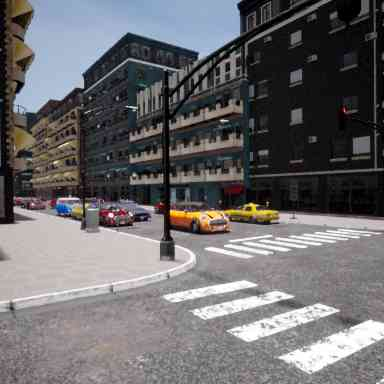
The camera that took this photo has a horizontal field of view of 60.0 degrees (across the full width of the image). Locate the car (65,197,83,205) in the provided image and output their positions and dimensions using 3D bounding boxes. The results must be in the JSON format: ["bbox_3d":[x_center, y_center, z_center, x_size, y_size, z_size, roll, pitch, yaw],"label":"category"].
[{"bbox_3d":[-21.455,1.645,60.372,2.008,1.369,4.403,-1,1,-35],"label":"car"}]

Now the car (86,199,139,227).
[{"bbox_3d":[-5.786,1.553,23.966,1.967,1.590,4.097,-1,1,-35],"label":"car"}]

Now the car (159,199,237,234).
[{"bbox_3d":[0.211,1.409,20.010,2.097,1.767,4.553,-1,0,-35],"label":"car"}]

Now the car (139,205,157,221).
[{"bbox_3d":[-5.374,1.629,27.850,2.033,1.411,5.357,-1,0,-35],"label":"car"}]

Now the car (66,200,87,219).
[{"bbox_3d":[-8.899,1.652,28.333,1.752,1.417,4.829,-1,1,-35],"label":"car"}]

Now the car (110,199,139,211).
[{"bbox_3d":[-8.602,1.581,42.348,2.008,1.369,4.403,-1,1,-35],"label":"car"}]

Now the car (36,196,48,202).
[{"bbox_3d":[-37.522,1.728,82.901,1.887,1.381,4.507,-1,1,-35],"label":"car"}]

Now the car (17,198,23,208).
[{"bbox_3d":[-25.064,1.769,51.001,1.947,1.339,4.313,-1,1,-35],"label":"car"}]

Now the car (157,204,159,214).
[{"bbox_3d":[-2.177,1.441,33.335,1.967,1.590,4.097,-1,1,-35],"label":"car"}]

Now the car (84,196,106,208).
[{"bbox_3d":[-15.031,1.502,51.358,1.967,1.590,4.097,-1,1,-35],"label":"car"}]

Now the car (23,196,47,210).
[{"bbox_3d":[-21.853,1.628,46.494,1.967,1.590,4.097,-1,1,-35],"label":"car"}]

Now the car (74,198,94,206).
[{"bbox_3d":[-18.242,1.643,55.865,1.947,1.339,4.313,-1,1,-35],"label":"car"}]

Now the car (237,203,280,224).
[{"bbox_3d":[4.152,1.498,24.463,1.752,1.417,4.829,-1,1,-35],"label":"car"}]

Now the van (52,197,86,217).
[{"bbox_3d":[-12.214,1.483,32.975,1.690,1.788,3.998,-1,1,-35],"label":"van"}]

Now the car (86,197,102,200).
[{"bbox_3d":[-10.990,1.460,35.733,2.097,1.767,4.553,-1,0,-35],"label":"car"}]

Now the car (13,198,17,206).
[{"bbox_3d":[-31.491,1.782,60.013,1.887,1.381,4.507,-1,1,-35],"label":"car"}]
